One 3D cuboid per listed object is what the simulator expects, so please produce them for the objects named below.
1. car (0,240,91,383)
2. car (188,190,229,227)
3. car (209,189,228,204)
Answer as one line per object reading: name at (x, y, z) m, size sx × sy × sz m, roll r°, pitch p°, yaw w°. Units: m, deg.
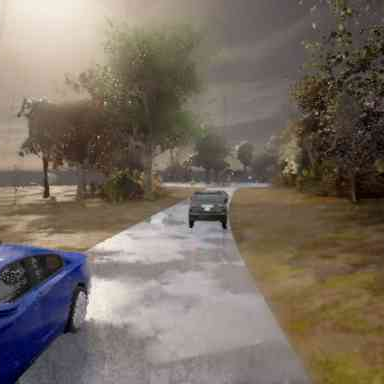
car at (-2.746, 1.451, 3.884) m, size 1.882 × 1.535 × 5.008 m, roll 0°, pitch 0°, yaw 1°
car at (1.032, 0.899, 20.271) m, size 2.150 × 2.045 × 5.566 m, roll 0°, pitch 2°, yaw 5°
car at (3.103, 0.437, 38.174) m, size 1.994 × 1.385 × 4.181 m, roll 1°, pitch 3°, yaw 8°
